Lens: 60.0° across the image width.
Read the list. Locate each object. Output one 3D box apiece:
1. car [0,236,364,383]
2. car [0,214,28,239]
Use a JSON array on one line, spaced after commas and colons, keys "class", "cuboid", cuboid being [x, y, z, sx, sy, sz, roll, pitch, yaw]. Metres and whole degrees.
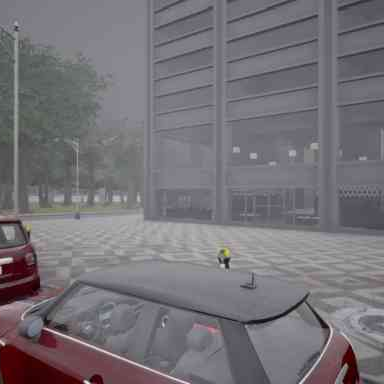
[{"class": "car", "cuboid": [-0.584, 1.440, 3.376, 4.097, 1.590, 1.967, 0, 0, 35]}, {"class": "car", "cuboid": [-5.015, 1.315, 6.528, 5.009, 1.841, 2.192, 0, 0, 35]}]
